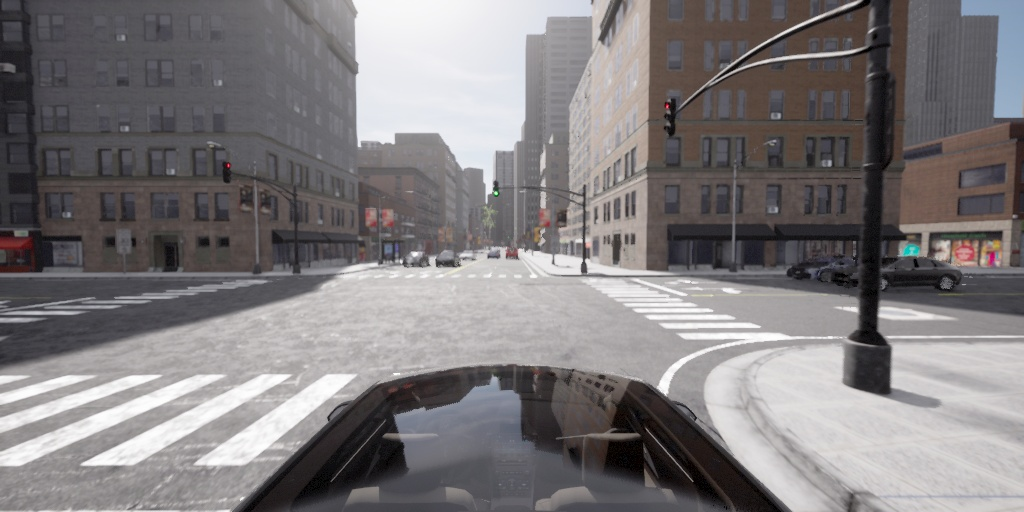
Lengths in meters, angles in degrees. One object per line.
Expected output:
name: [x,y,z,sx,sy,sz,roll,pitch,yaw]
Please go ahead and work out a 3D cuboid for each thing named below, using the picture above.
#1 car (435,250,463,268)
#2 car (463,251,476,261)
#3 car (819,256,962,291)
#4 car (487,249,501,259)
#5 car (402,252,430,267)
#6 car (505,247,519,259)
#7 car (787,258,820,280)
car: [-6.593,0.324,36.969,1.882,1.535,5.008,0,1,0]
car: [-6.566,-0.048,53.389,1.812,1.442,4.674,0,1,0]
car: [17.468,0.770,16.437,4.892,1.490,1.837,0,2,0]
car: [-3.263,-0.213,61.442,1.994,1.385,4.181,0,1,0]
car: [-9.842,0.336,37.020,2.128,1.511,4.902,0,2,0]
car: [-0.013,-0.547,61.081,2.150,2.045,5.566,0,1,0]
car: [17.698,0.703,19.687,4.181,1.385,1.994,0,2,0]
